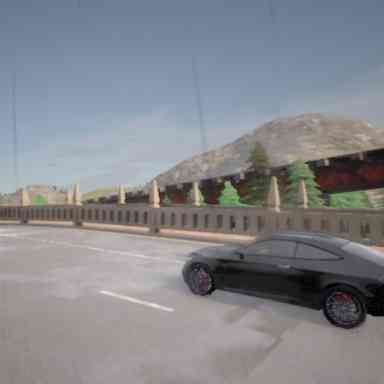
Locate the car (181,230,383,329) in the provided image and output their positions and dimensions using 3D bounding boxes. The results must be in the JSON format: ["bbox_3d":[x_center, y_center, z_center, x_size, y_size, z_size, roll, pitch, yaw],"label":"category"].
[{"bbox_3d":[1.944,1.526,6.907,4.674,1.442,1.812,0,0,36],"label":"car"}]
